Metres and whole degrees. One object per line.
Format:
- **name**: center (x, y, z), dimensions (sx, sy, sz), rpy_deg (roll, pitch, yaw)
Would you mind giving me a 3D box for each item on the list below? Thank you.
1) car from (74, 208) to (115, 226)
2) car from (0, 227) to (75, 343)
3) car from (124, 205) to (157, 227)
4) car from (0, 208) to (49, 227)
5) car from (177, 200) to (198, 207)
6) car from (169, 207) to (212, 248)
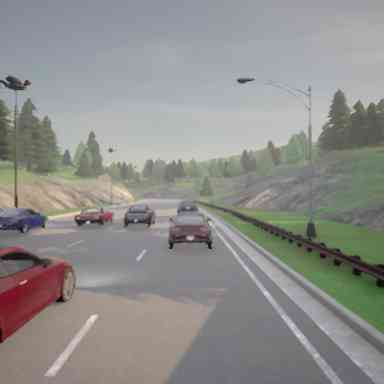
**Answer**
- **car**: center (-7.217, 1.825, 25.182), dimensions (1.895, 1.301, 4.718), rpy_deg (0, 0, -1)
- **car**: center (-3.491, 1.586, 5.451), dimensions (1.812, 1.442, 4.674), rpy_deg (0, 0, 0)
- **car**: center (-3.704, 1.690, 24.217), dimensions (2.128, 1.511, 4.902), rpy_deg (0, 0, -1)
- **car**: center (-10.654, 1.738, 20.747), dimensions (1.812, 1.442, 4.674), rpy_deg (0, 0, -1)
- **car**: center (-0.448, 1.605, 34.545), dimensions (2.097, 1.767, 4.553), rpy_deg (0, -1, -2)
- **car**: center (-0.086, 1.638, 15.316), dimensions (1.812, 1.442, 4.674), rpy_deg (0, 0, -1)
